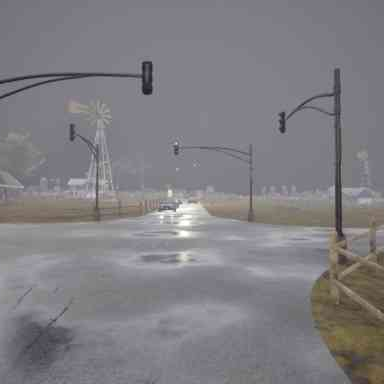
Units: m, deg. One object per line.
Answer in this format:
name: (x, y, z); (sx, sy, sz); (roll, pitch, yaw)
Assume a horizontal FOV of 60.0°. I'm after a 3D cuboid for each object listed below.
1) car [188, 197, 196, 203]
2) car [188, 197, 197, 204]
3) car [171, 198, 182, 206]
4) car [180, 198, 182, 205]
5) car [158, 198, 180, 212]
car: (-0.008, 1.859, 79.122); (1.812, 1.442, 4.674); (0, 0, 0)
car: (0.085, 1.787, 69.110); (1.812, 1.442, 4.674); (0, 0, 0)
car: (-2.823, 1.818, 62.341); (1.895, 1.301, 4.718); (0, 0, 0)
car: (-2.860, 1.637, 49.959); (2.128, 1.511, 4.902); (0, 0, 0)
car: (-2.861, 1.660, 39.779); (1.994, 1.385, 4.181); (0, 0, 0)
